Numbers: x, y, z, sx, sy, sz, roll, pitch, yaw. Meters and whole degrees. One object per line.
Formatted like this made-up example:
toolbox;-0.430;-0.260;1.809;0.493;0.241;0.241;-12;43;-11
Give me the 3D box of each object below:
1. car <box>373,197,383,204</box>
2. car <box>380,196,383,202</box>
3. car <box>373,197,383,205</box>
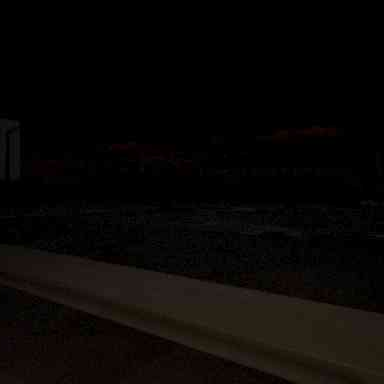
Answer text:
car;37.493;1.576;65.408;1.853;1.218;4.536;1;1;6
car;48.550;1.736;80.636;4.974;1.542;2.038;1;1;-4
car;37.485;1.734;65.358;2.038;1.542;4.974;1;1;6
